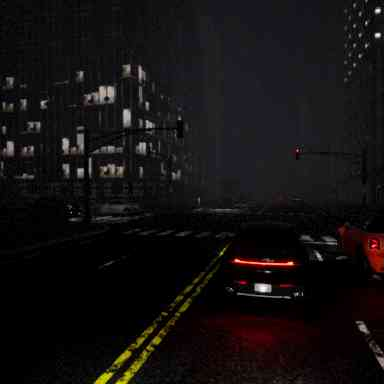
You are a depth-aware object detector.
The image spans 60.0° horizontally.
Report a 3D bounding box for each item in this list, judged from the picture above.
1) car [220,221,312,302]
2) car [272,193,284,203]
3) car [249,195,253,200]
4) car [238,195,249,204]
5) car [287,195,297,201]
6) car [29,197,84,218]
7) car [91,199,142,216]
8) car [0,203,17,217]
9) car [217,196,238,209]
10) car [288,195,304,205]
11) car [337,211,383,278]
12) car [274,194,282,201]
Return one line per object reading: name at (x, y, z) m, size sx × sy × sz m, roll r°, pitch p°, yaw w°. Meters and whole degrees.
car at (1.908, 1.502, 8.410) m, size 1.837 × 1.490 × 4.892 m, roll 0°, pitch 0°, yaw 15°
car at (18.136, 1.162, 70.243) m, size 2.150 × 2.045 × 5.566 m, roll 0°, pitch 0°, yaw 15°
car at (12.850, 1.427, 75.712) m, size 1.837 × 1.490 × 4.892 m, roll 0°, pitch 0°, yaw 15°
car at (8.805, 1.485, 60.559) m, size 1.812 × 1.442 × 4.674 m, roll 0°, pitch 0°, yaw 15°
car at (23.916, 1.470, 79.464) m, size 2.033 × 1.411 × 5.357 m, roll 0°, pitch 0°, yaw 15°
car at (-11.644, 1.218, 28.739) m, size 4.553 × 1.767 × 2.097 m, roll 1°, pitch 1°, yaw 17°
car at (-6.940, 1.377, 30.664) m, size 4.674 × 1.442 × 1.812 m, roll 0°, pitch 2°, yaw 8°
car at (-16.612, 1.435, 27.369) m, size 4.313 × 1.339 × 1.947 m, roll 1°, pitch 1°, yaw 16°
car at (4.607, 1.502, 44.695) m, size 1.812 × 1.442 × 4.674 m, roll 0°, pitch 0°, yaw 15°
car at (18.075, 1.451, 56.806) m, size 2.128 × 1.511 × 4.902 m, roll 0°, pitch 0°, yaw 15°
car at (5.787, 1.347, 9.992) m, size 2.097 × 1.767 × 4.553 m, roll 0°, pitch 0°, yaw 15°
car at (20.773, 1.241, 80.291) m, size 1.882 × 1.535 × 5.008 m, roll 0°, pitch 0°, yaw 15°
